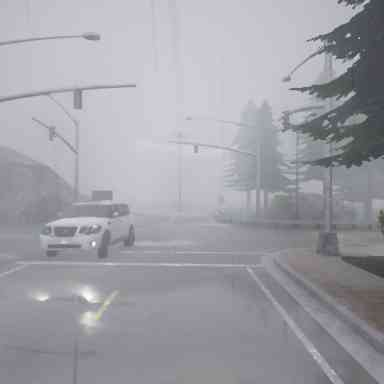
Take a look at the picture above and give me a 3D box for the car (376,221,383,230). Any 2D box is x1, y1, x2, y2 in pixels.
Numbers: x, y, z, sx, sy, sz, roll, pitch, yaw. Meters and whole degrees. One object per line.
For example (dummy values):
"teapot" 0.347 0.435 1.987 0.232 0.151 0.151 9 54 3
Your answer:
"car" 14.509 2.110 21.238 4.718 1.301 1.895 0 -1 0

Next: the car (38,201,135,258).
"car" -3.925 1.377 13.523 2.150 2.045 5.566 -1 -2 5
